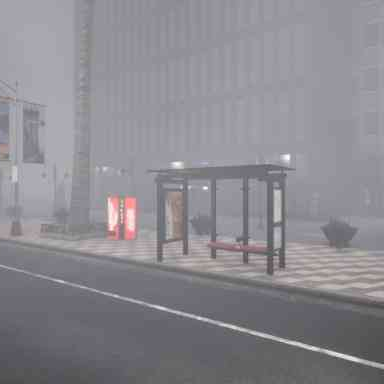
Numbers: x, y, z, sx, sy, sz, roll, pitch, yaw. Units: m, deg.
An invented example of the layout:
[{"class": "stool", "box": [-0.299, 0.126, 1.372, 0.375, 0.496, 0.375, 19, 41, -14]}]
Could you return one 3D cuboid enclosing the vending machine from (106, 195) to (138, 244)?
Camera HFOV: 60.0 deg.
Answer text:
[{"class": "vending machine", "box": [-3.186, 1.195, 15.179, 0.880, 2.100, 1.100, 0, 0, 35]}]
